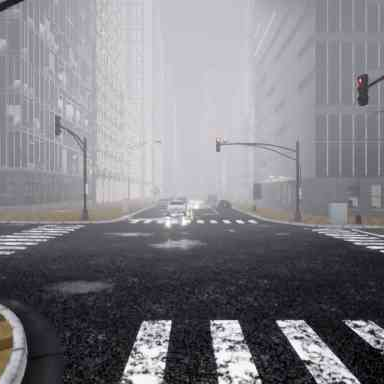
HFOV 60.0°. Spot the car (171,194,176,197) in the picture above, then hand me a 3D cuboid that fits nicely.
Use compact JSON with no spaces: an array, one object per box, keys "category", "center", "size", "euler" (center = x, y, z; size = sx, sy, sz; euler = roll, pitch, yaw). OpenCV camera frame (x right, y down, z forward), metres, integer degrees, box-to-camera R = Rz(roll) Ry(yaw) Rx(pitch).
[{"category":"car","center":[-4.085,1.564,63.888],"size":[1.947,1.339,4.313],"euler":[0,0,0]}]

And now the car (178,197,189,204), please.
[{"category":"car","center":[-1.558,1.599,63.183],"size":[1.895,1.301,4.718],"euler":[0,0,0]}]

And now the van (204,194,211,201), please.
[{"category":"van","center":[3.727,1.321,80.503],"size":[1.690,1.788,3.998],"euler":[0,0,0]}]

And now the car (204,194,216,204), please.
[{"category":"car","center":[3.795,1.313,63.920],"size":[2.192,1.841,5.009],"euler":[0,0,0]}]

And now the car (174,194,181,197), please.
[{"category":"car","center":[-1.562,1.513,52.383],"size":[1.837,1.490,4.892],"euler":[0,0,0]}]

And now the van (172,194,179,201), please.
[{"category":"van","center":[-4.175,1.315,85.998],"size":[1.690,1.788,3.998],"euler":[0,0,0]}]

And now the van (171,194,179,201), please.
[{"category":"van","center":[-4.153,1.321,80.471],"size":[1.690,1.788,3.998],"euler":[0,0,0]}]

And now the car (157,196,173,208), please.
[{"category":"car","center":[-4.018,1.593,47.305],"size":[1.802,1.307,4.206],"euler":[0,0,0]}]

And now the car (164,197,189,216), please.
[{"category":"car","center":[-1.491,1.543,33.049],"size":[1.812,1.442,4.674],"euler":[0,0,0]}]

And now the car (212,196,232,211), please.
[{"category":"car","center":[3.934,1.579,41.811],"size":[1.947,1.339,4.313],"euler":[0,0,0]}]

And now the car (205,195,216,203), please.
[{"category":"car","center":[3.772,1.432,69.448],"size":[1.967,1.590,4.097],"euler":[0,0,0]}]
